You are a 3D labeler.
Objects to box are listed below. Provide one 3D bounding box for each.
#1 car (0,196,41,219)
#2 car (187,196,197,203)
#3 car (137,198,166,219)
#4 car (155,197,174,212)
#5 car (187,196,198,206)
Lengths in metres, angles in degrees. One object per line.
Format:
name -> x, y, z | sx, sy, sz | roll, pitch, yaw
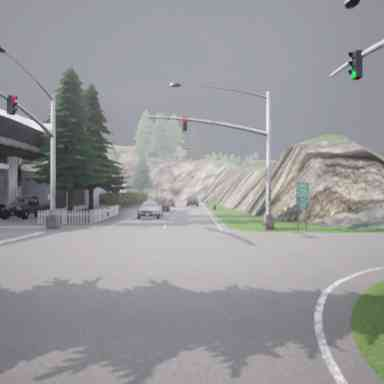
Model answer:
car -> -14.528, 1.304, 28.589 | 1.905, 1.878, 3.866 | 0, 0, -1
car -> -0.012, 1.504, 69.662 | 1.812, 1.442, 4.674 | 0, 0, -2
car -> -3.595, 1.517, 29.064 | 1.812, 1.442, 4.674 | 0, 0, 0
car -> -3.591, 1.340, 38.020 | 2.097, 1.767, 4.553 | 0, 0, 0
car -> 0.103, 1.531, 53.552 | 2.033, 1.411, 5.357 | 0, 0, 0
